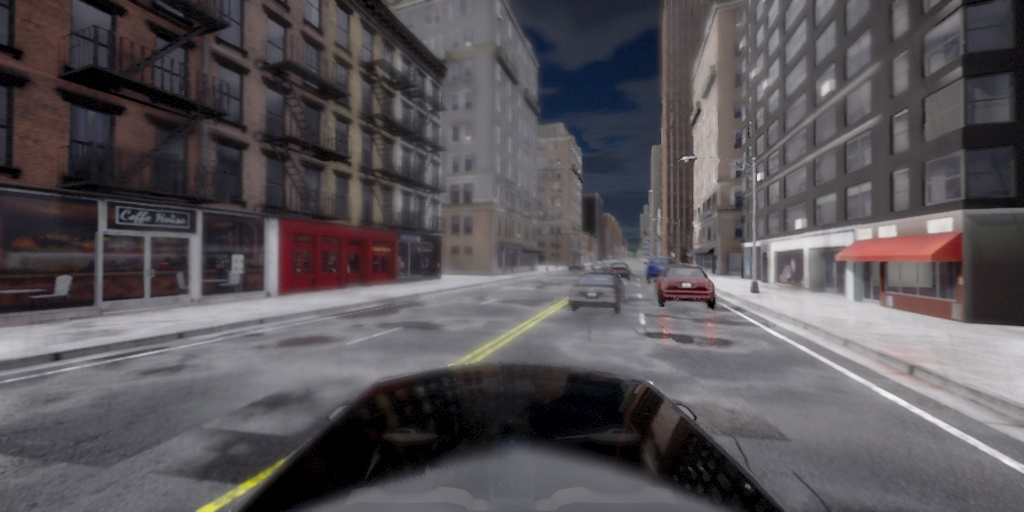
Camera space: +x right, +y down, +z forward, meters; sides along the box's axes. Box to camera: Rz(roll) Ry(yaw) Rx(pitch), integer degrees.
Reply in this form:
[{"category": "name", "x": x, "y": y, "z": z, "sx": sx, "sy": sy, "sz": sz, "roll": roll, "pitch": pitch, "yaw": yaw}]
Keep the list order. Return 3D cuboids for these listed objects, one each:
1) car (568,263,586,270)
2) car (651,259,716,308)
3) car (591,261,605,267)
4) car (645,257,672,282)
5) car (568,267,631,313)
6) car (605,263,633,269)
[{"category": "car", "x": 9.260, "y": 1.579, "z": 51.072, "sx": 1.895, "sy": 1.301, "sz": 4.718, "roll": 0, "pitch": 0, "yaw": 20}, {"category": "car", "x": 7.548, "y": 1.169, "z": 16.032, "sx": 2.097, "sy": 1.767, "sz": 4.553, "roll": 0, "pitch": 0, "yaw": 20}, {"category": "car", "x": 11.865, "y": 1.459, "z": 48.690, "sx": 2.128, "sy": 1.511, "sz": 4.902, "roll": 0, "pitch": 0, "yaw": 19}, {"category": "car", "x": 12.366, "y": 1.105, "z": 29.910, "sx": 2.150, "sy": 2.045, "sz": 5.566, "roll": 0, "pitch": 0, "yaw": 20}, {"category": "car", "x": 3.545, "y": 1.356, "z": 14.470, "sx": 2.033, "sy": 1.411, "sz": 5.357, "roll": 0, "pitch": 0, "yaw": 20}, {"category": "car", "x": 9.718, "y": 1.397, "z": 32.168, "sx": 1.837, "sy": 1.490, "sz": 4.892, "roll": 0, "pitch": 0, "yaw": 19}]
